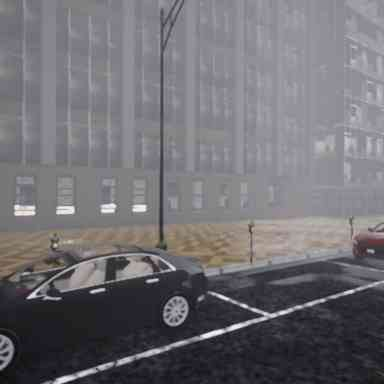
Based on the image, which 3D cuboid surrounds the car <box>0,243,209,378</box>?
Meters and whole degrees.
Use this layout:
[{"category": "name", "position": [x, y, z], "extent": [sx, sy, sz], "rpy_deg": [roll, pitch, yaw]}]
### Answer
[{"category": "car", "position": [-1.739, 1.565, 5.323], "extent": [4.403, 1.369, 2.008], "rpy_deg": [1, -1, -35]}]

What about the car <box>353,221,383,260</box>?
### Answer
[{"category": "car", "position": [7.531, 1.663, 11.929], "extent": [4.507, 1.381, 1.887], "rpy_deg": [1, -1, -35]}]
